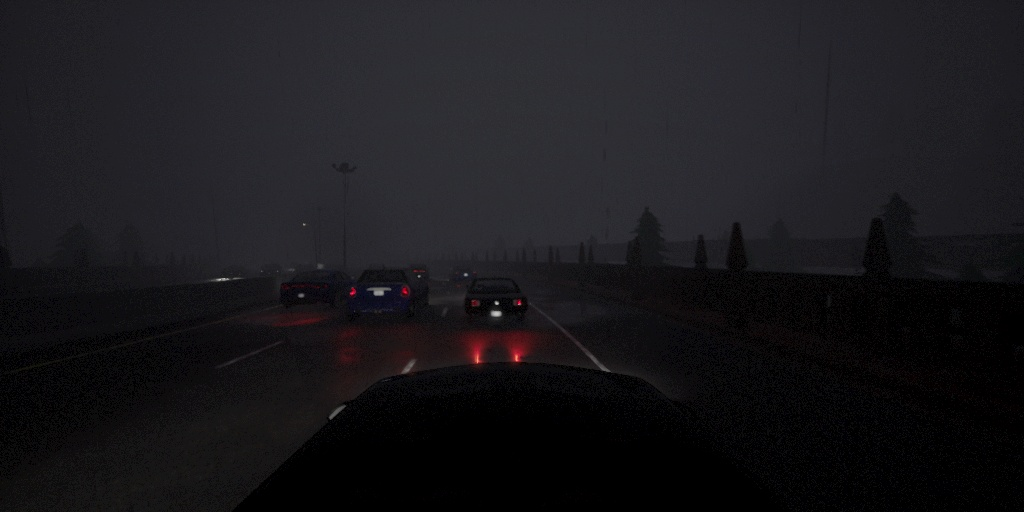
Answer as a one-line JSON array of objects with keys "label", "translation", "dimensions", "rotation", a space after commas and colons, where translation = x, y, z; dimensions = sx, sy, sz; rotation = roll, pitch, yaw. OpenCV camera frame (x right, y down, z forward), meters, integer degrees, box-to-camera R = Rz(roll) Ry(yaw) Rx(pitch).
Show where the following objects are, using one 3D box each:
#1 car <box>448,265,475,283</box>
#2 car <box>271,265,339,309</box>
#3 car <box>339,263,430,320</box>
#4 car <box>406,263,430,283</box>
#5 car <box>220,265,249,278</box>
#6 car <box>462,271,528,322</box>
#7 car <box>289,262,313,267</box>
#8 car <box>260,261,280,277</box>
[{"label": "car", "translation": [-4.099, 1.444, 29.651], "dimensions": [1.994, 1.385, 4.181], "rotation": [0, 0, -15]}, {"label": "car", "translation": [-8.199, 1.327, 15.783], "dimensions": [1.882, 1.535, 5.008], "rotation": [0, 0, -8]}, {"label": "car", "translation": [-4.323, 1.170, 13.149], "dimensions": [2.097, 1.767, 4.553], "rotation": [0, 0, -6]}, {"label": "car", "translation": [-8.297, 1.423, 31.502], "dimensions": [1.837, 1.490, 4.892], "rotation": [0, 0, -17]}, {"label": "car", "translation": [-30.837, 1.702, 39.982], "dimensions": [1.994, 1.385, 4.181], "rotation": [0, 0, -28]}, {"label": "car", "translation": [-0.680, 1.398, 12.615], "dimensions": [1.895, 1.301, 4.718], "rotation": [0, 0, -6]}, {"label": "car", "translation": [-23.026, 1.558, 39.982], "dimensions": [2.128, 1.511, 4.902], "rotation": [0, 0, -25]}, {"label": "car", "translation": [-27.389, 1.635, 40.949], "dimensions": [1.812, 1.442, 4.674], "rotation": [0, 0, -27]}]
